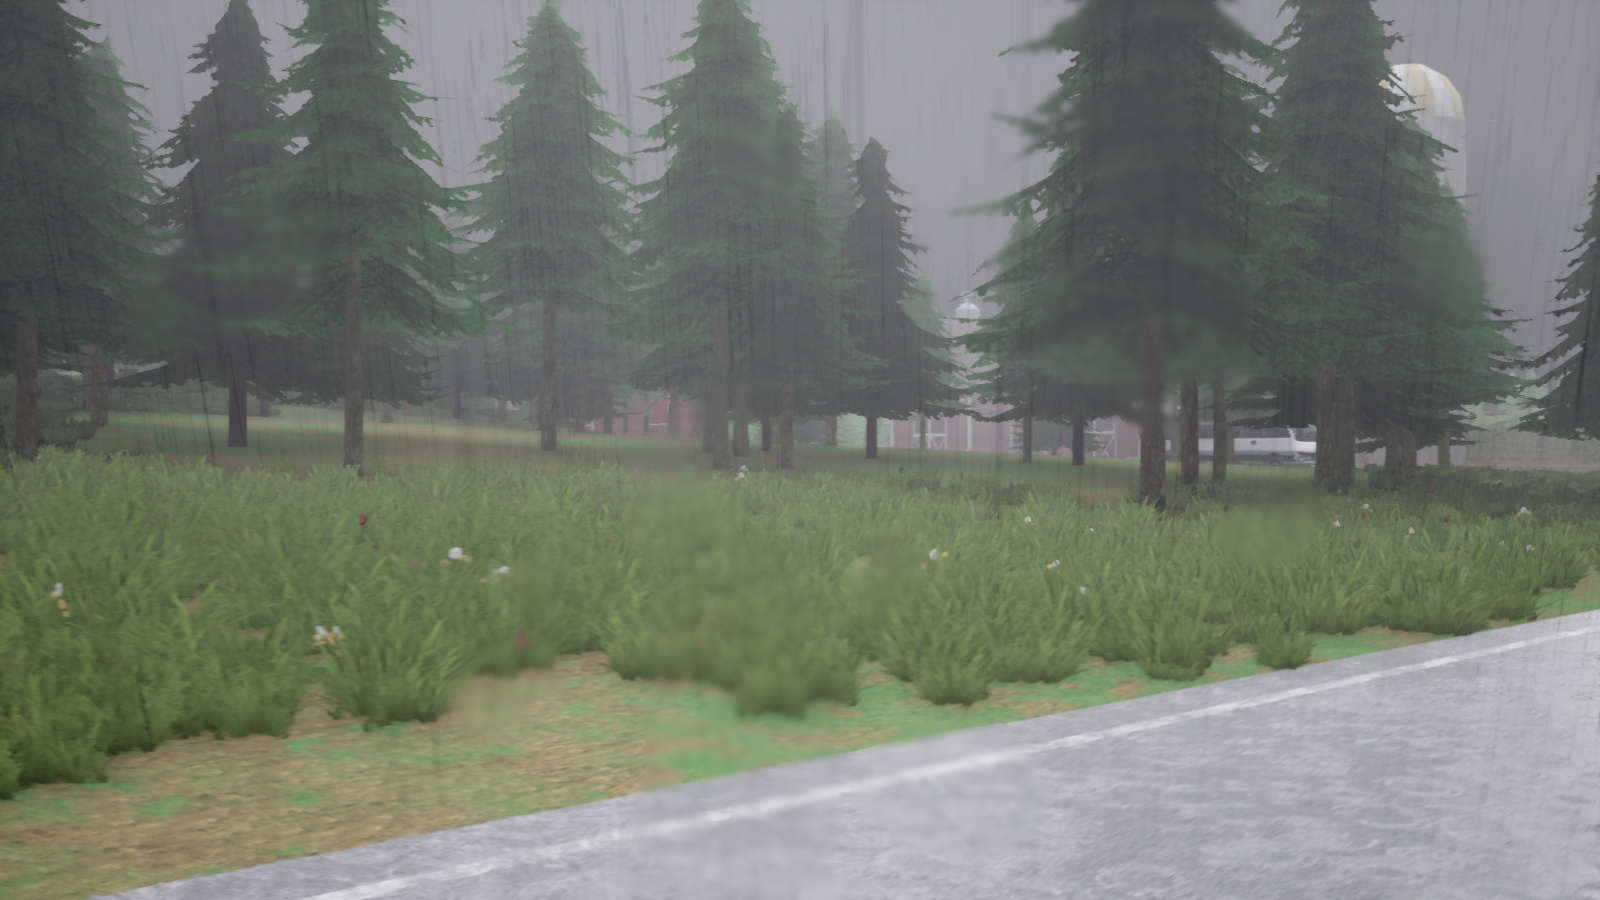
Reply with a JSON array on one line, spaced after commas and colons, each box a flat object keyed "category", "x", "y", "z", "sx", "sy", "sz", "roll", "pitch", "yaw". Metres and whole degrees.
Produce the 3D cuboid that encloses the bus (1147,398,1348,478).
[{"category": "bus", "x": 25.354, "y": -0.617, "z": 71.780, "sx": 3.944, "sy": 4.253, "sz": 10.273, "roll": 0, "pitch": 0, "yaw": -38}]
